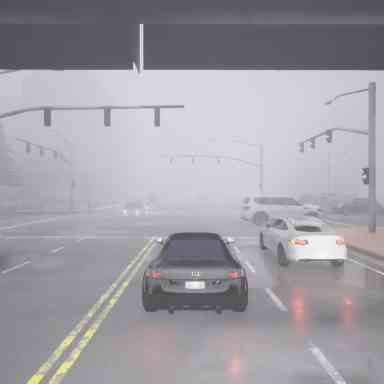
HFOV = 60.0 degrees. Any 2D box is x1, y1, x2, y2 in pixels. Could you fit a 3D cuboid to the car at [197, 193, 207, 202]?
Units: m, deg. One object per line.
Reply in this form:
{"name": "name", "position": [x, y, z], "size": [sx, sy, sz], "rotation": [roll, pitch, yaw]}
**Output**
{"name": "car", "position": [2.403, 1.223, 76.990], "size": [2.150, 2.045, 5.566], "rotation": [0, 0, 0]}

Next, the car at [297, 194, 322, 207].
{"name": "car", "position": [16.645, 1.153, 47.386], "size": [1.932, 1.855, 4.605], "rotation": [0, 0, 0]}

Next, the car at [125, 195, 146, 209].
{"name": "car", "position": [-7.994, 1.478, 46.136], "size": [1.882, 1.535, 5.008], "rotation": [0, 0, 0]}

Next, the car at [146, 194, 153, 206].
{"name": "car", "position": [-8.044, 1.526, 55.416], "size": [1.812, 1.442, 4.674], "rotation": [0, 0, 0]}

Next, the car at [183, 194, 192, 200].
{"name": "car", "position": [-1.156, 1.351, 86.035], "size": [2.128, 1.511, 4.902], "rotation": [0, 0, 0]}

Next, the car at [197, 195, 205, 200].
{"name": "car", "position": [2.344, 1.378, 86.058], "size": [1.994, 1.385, 4.181], "rotation": [0, 0, 0]}

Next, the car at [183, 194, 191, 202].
{"name": "car", "position": [-1.097, 1.593, 76.964], "size": [1.895, 1.301, 4.718], "rotation": [0, 0, 0]}

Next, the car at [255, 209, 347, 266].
{"name": "car", "position": [3.582, 1.526, 11.364], "size": [1.812, 1.442, 4.674], "rotation": [0, 0, 0]}

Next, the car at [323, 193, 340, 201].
{"name": "car", "position": [33.495, 1.153, 80.000], "size": [1.932, 1.855, 4.605], "rotation": [0, 0, 0]}

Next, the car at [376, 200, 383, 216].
{"name": "car", "position": [19.150, 1.601, 29.626], "size": [4.718, 1.301, 1.895], "rotation": [0, 0, 1]}

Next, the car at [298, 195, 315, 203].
{"name": "car", "position": [22.193, 1.395, 64.815], "size": [1.970, 1.475, 3.806], "rotation": [0, 0, 0]}

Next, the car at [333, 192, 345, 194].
{"name": "car", "position": [19.540, 1.156, 47.340], "size": [1.905, 1.878, 3.866], "rotation": [0, 0, 0]}

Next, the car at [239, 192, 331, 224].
{"name": "car", "position": [5.972, 1.221, 22.476], "size": [5.566, 2.045, 2.150], "rotation": [0, 0, 0]}

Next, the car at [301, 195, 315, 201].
{"name": "car", "position": [27.916, 1.395, 79.934], "size": [1.970, 1.475, 3.806], "rotation": [0, 0, 0]}

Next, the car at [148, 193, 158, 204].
{"name": "car", "position": [-8.051, 1.221, 66.069], "size": [2.150, 2.045, 5.566], "rotation": [0, 0, 0]}

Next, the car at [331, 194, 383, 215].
{"name": "car", "position": [16.354, 1.352, 33.157], "size": [4.553, 1.767, 2.097], "rotation": [0, 0, 1]}

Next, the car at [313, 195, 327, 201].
{"name": "car", "position": [30.811, 1.364, 79.942], "size": [1.784, 1.438, 3.905], "rotation": [0, 0, 0]}

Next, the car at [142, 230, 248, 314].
{"name": "car", "position": [0.067, 1.564, 7.704], "size": [1.994, 1.385, 4.181], "rotation": [0, 0, 0]}
